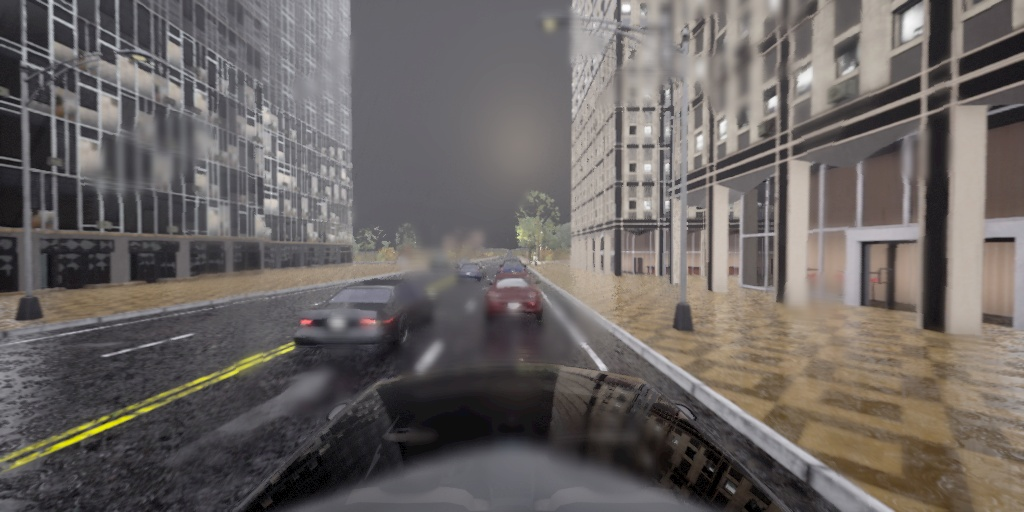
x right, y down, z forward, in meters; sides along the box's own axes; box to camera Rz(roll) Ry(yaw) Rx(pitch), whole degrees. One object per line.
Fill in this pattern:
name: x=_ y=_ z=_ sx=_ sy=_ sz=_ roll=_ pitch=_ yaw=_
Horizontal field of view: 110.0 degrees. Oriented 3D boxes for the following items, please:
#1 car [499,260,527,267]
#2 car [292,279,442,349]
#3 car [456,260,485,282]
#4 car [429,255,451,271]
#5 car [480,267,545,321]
car: x=0.082 y=1.067 z=27.502 sx=2.097 sy=1.767 sz=4.553 roll=0 pitch=0 yaw=0
car: x=-3.200 y=1.289 z=9.130 sx=2.033 sy=1.411 sz=5.357 roll=0 pitch=0 yaw=1
car: x=-3.162 y=1.278 z=28.510 sx=1.994 sy=1.385 sz=4.181 roll=0 pitch=0 yaw=0
car: x=-9.808 y=0.899 z=49.327 sx=2.150 sy=2.045 sz=5.566 roll=0 pitch=0 yaw=0
car: x=0.073 y=1.263 z=12.353 sx=1.812 sy=1.442 sz=4.674 roll=0 pitch=0 yaw=0
